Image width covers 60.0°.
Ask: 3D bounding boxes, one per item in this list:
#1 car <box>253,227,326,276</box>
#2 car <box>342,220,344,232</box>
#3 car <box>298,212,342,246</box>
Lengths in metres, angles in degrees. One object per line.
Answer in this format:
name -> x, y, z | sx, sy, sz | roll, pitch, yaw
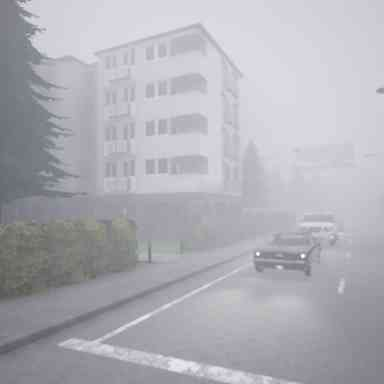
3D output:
car -> 3.793, 2.219, 12.695 | 1.895, 1.301, 4.718 | -2, -4, 26
car -> 14.491, 3.345, 34.102 | 1.994, 1.385, 4.181 | -2, -4, 27
car -> 8.518, 2.357, 22.233 | 2.150, 2.045, 5.566 | -2, -4, 27
